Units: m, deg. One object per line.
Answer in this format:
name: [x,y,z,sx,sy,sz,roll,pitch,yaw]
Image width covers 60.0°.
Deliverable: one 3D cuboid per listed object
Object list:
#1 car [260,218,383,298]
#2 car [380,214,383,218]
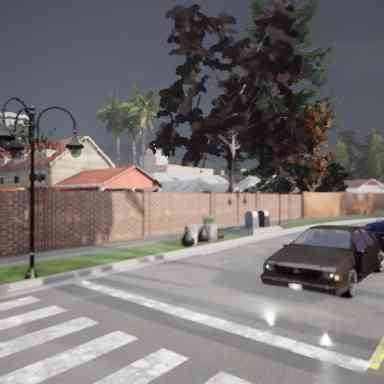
car: [3.882,1.621,9.062,2.033,1.411,5.357,-1,-1,40]
car: [10.109,1.706,16.264,1.895,1.301,4.718,-1,-1,44]
